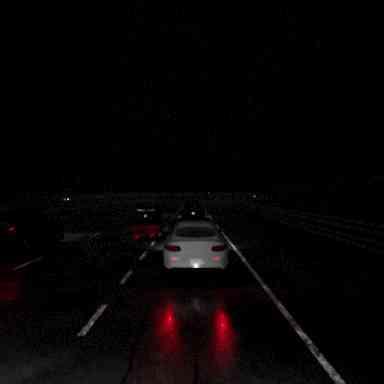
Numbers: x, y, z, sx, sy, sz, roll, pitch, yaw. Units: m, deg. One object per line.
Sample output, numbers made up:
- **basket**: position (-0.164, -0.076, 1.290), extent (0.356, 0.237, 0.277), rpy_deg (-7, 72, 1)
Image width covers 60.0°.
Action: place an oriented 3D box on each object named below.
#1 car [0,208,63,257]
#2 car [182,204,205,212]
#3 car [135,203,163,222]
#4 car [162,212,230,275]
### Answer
- **car**: position (-6.902, 1.403, 13.309), extent (2.097, 1.767, 4.553), rpy_deg (0, 0, 0)
- **car**: position (0.094, 1.697, 29.059), extent (1.994, 1.385, 4.181), rpy_deg (0, 0, 0)
- **car**: position (-3.504, 1.617, 27.581), extent (2.128, 1.511, 4.902), rpy_deg (0, 0, 0)
- **car**: position (0.099, 1.562, 10.449), extent (1.812, 1.442, 4.674), rpy_deg (0, 0, 0)
